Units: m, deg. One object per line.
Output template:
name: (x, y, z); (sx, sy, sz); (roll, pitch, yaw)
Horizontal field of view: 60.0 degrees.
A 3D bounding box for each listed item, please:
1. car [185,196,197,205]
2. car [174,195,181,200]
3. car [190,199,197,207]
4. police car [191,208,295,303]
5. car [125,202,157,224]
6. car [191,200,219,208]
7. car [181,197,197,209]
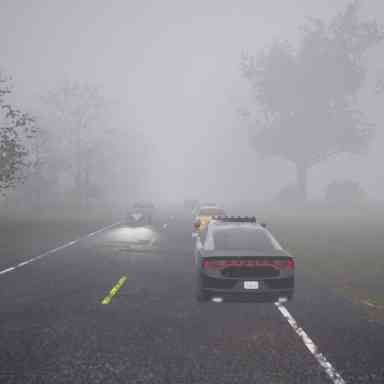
car: (-0.159, 1.499, 59.655); (1.994, 1.385, 4.181); (0, 0, 0)
car: (-3.732, 1.429, 87.362); (1.994, 1.385, 4.181); (0, 0, 0)
car: (0.986, 1.514, 24.285); (1.812, 1.442, 4.674); (0, 0, 0)
police car: (1.028, 1.422, 8.393); (1.930, 1.638, 5.238); (0, 0, 0)
car: (-3.664, 1.480, 24.499); (2.128, 1.511, 4.902); (0, 0, 0)
car: (1.001, 1.448, 18.474); (1.801, 1.575, 5.366); (0, 0, 0)
car: (-0.083, 1.441, 45.636); (1.882, 1.535, 5.008); (0, 0, 0)
